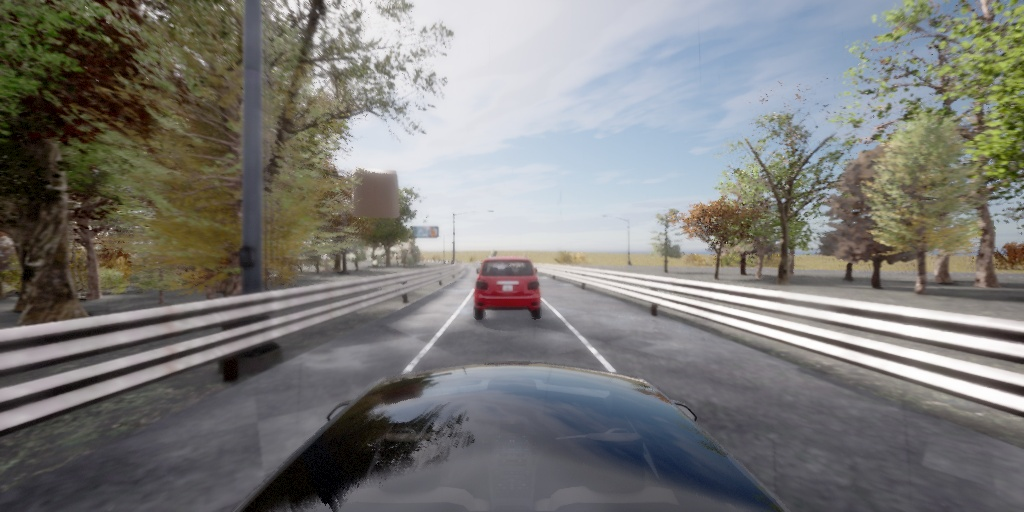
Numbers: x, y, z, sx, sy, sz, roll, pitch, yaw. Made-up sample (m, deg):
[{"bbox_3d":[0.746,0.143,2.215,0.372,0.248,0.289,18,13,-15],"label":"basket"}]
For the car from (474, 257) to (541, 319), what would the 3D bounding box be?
[{"bbox_3d":[-0.183,1.044,13.283,2.150,2.045,5.566,0,0,-1],"label":"car"}]
